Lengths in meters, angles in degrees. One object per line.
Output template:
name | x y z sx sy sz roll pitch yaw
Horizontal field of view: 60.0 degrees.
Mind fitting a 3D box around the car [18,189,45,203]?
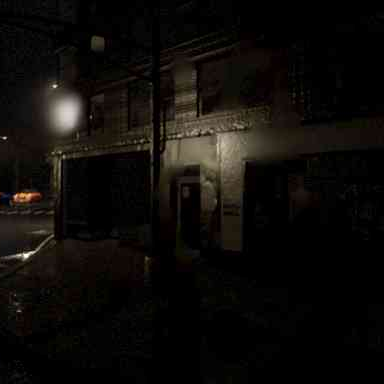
car | -21.339 0.470 43.235 2.097 1.767 4.553 0 1 -7

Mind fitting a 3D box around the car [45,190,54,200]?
car | -22.578 0.432 53.129 1.882 1.535 5.008 0 1 -7

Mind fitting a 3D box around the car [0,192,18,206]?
car | -20.175 0.765 34.093 1.882 1.535 5.008 0 1 -7
